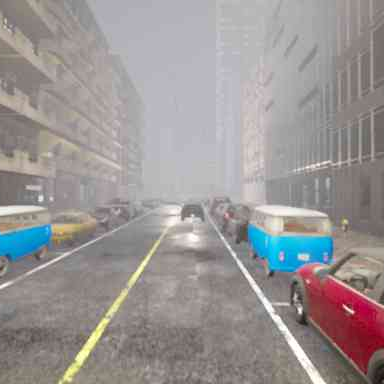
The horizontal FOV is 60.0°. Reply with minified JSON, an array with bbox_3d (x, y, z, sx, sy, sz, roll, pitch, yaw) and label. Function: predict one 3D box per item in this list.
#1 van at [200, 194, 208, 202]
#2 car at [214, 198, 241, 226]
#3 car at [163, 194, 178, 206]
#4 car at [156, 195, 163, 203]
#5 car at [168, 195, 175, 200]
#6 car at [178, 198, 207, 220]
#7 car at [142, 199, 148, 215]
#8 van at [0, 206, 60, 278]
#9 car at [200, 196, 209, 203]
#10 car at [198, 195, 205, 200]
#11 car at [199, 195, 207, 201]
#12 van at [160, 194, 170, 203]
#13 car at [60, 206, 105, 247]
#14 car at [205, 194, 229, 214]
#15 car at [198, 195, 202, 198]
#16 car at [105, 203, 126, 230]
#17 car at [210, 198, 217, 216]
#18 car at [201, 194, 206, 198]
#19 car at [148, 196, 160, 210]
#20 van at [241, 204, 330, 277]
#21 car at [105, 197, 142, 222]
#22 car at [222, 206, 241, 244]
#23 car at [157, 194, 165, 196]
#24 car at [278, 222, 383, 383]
[{"bbox_3d":[2.683,1.305,76.495,1.690,1.788,3.998,1,0,0],"label":"van"},{"bbox_3d":[2.700,1.432,21.018,1.967,1.590,4.097,1,0,0],"label":"car"},{"bbox_3d":[-3.084,1.523,54.337,2.033,1.411,5.357,0,0,1],"label":"car"},{"bbox_3d":[-5.660,1.561,48.659,1.802,1.307,4.206,1,0,0],"label":"car"},{"bbox_3d":[-5.675,1.536,93.032,1.802,1.307,4.206,1,0,0],"label":"car"},{"bbox_3d":[0.062,1.496,27.471,1.837,1.490,4.892,0,1,0],"label":"car"},{"bbox_3d":[-5.653,1.512,31.848,1.752,1.417,4.829,1,0,0],"label":"car"},{"bbox_3d":[-5.649,1.338,9.832,1.690,1.788,3.998,1,0,0],"label":"van"},{"bbox_3d":[2.680,1.549,70.948,1.802,1.307,4.206,1,0,0],"label":"car"},{"bbox_3d":[2.672,1.536,93.138,1.802,1.307,4.206,1,0,0],"label":"car"},{"bbox_3d":[2.677,1.505,82.043,1.887,1.381,4.507,1,0,0],"label":"car"},{"bbox_3d":[-5.662,1.308,70.845,1.690,1.788,3.998,1,0,0],"label":"van"},{"bbox_3d":[-5.647,1.520,15.208,1.752,1.417,4.829,1,0,0],"label":"car"},{"bbox_3d":[2.698,1.302,32.113,2.192,1.841,5.009,1,0,0],"label":"car"},{"bbox_3d":[-0.012,1.527,47.601,2.033,1.411,5.357,0,0,0],"label":"car"},{"bbox_3d":[-5.650,1.574,20.924,1.802,1.307,4.206,1,0,0],"label":"car"},{"bbox_3d":[2.696,1.515,26.736,1.752,1.417,4.829,1,0,0],"label":"car"},{"bbox_3d":[2.690,1.419,48.756,1.967,1.590,4.097,1,0,0],"label":"car"},{"bbox_3d":[-5.658,1.547,43.112,1.947,1.339,4.313,1,0,0],"label":"car"},{"bbox_3d":[2.705,1.338,9.921,1.690,1.788,3.998,1,0,0],"label":"van"},{"bbox_3d":[-5.647,1.304,26.471,2.192,1.841,5.009,1,0,0],"label":"car"},{"bbox_3d":[2.699,1.561,15.470,1.947,1.339,4.313,1,0,0],"label":"car"},{"bbox_3d":[-5.658,1.288,59.751,2.192,1.841,5.009,1,0,0],"label":"car"},{"bbox_3d":[2.705,1.439,4.373,1.967,1.590,4.097,1,0,0],"label":"car"}]
